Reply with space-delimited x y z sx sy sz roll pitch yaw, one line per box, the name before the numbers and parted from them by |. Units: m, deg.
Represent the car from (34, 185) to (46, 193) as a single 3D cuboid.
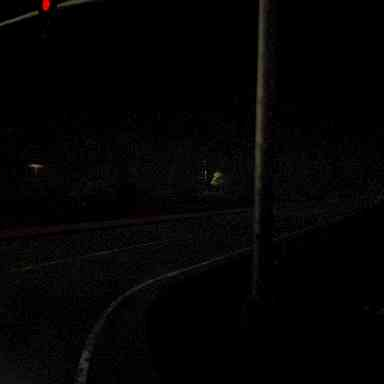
car | -35.560 -0.622 78.077 1.905 1.878 3.866 7 1 -12
